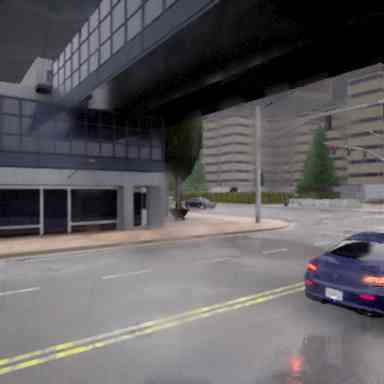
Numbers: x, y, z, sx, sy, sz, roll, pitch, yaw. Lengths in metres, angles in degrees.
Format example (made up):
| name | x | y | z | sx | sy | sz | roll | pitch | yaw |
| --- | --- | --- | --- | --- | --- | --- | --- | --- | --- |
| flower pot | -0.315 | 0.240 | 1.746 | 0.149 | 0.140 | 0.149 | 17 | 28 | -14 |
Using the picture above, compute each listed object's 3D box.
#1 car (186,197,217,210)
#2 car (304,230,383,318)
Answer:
| name | x | y | z | sx | sy | sz | roll | pitch | yaw |
| --- | --- | --- | --- | --- | --- | --- | --- | --- | --- |
| car | 1.106 | 1.455 | 42.367 | 1.837 | 1.490 | 4.892 | 0 | 0 | -36 |
| car | 4.224 | 1.510 | 6.814 | 4.674 | 1.442 | 1.812 | 0 | 0 | -35 |
